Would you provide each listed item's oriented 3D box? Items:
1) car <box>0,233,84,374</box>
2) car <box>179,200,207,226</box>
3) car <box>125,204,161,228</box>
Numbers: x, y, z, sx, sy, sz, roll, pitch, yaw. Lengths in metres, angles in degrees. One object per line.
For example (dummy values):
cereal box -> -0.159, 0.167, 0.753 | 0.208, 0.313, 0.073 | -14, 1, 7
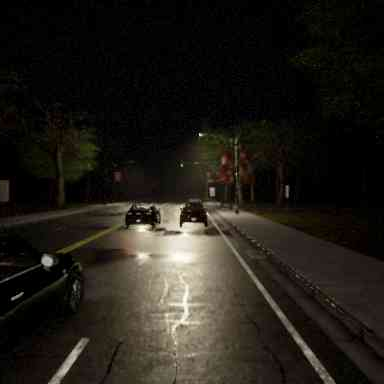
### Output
car -> -3.149, 1.353, 4.650 | 2.097, 1.767, 4.553 | 0, 0, 0
car -> 0.098, 1.537, 23.111 | 1.812, 1.442, 4.674 | 0, 0, 0
car -> -3.151, 1.502, 22.025 | 2.128, 1.511, 4.902 | 0, 0, 0
